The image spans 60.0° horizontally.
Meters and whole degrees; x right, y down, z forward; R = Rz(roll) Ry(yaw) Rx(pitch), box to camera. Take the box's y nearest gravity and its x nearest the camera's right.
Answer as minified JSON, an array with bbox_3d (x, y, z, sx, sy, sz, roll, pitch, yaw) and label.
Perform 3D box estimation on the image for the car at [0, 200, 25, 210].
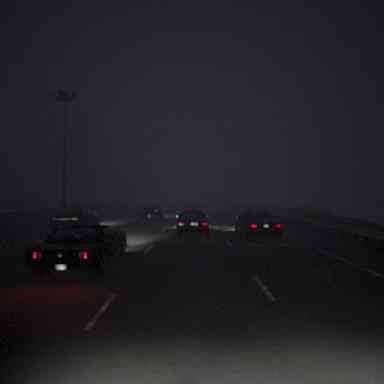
[{"bbox_3d":[-28.227,2.023,52.465,1.837,1.490,4.892,0,0,0],"label":"car"}]

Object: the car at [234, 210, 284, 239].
[{"bbox_3d":[3.544,1.704,18.406,2.033,1.411,5.357,0,-1,0],"label":"car"}]

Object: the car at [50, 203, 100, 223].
[{"bbox_3d":[-6.965,1.685,20.277,2.128,1.511,4.902,0,-1,0],"label":"car"}]

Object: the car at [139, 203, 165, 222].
[{"bbox_3d":[-3.497,1.760,29.522,2.128,1.511,4.902,0,-1,0],"label":"car"}]

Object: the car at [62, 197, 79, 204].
[{"bbox_3d":[-21.230,2.133,59.883,1.994,1.385,4.181,0,-1,0],"label":"car"}]

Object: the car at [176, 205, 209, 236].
[{"bbox_3d":[0.040,1.721,19.572,2.033,1.411,5.357,0,-1,0],"label":"car"}]

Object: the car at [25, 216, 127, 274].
[{"bbox_3d":[-3.434,1.705,10.941,1.895,1.301,4.718,0,-1,0],"label":"car"}]

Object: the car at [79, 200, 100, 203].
[{"bbox_3d":[-17.726,2.104,59.108,2.033,1.411,5.357,0,-1,0],"label":"car"}]

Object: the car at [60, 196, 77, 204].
[{"bbox_3d":[-24.735,1.869,67.565,2.150,2.045,5.566,0,-1,0],"label":"car"}]

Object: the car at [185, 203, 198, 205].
[{"bbox_3d":[-0.031,1.948,39.170,1.895,1.301,4.718,0,-1,0],"label":"car"}]
